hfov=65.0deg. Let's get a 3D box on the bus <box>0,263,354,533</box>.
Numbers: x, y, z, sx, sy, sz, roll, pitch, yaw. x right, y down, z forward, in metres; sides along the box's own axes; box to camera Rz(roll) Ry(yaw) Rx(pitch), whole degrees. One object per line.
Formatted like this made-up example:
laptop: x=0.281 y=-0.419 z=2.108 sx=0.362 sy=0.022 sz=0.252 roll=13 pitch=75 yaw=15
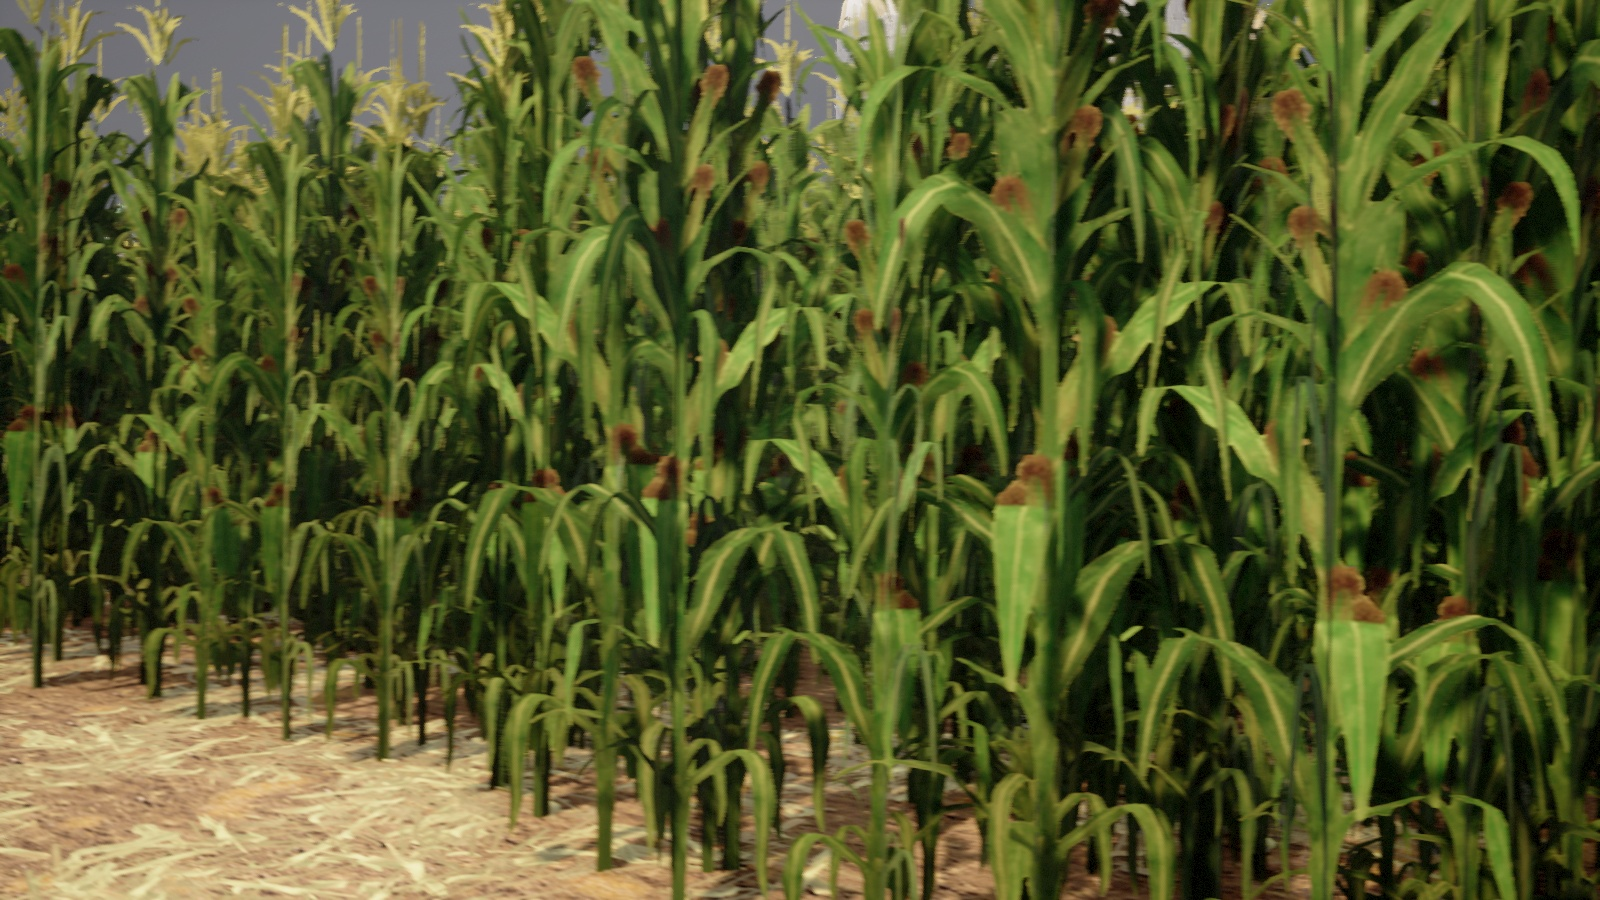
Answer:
bus: x=-13.451 y=-0.850 z=22.072 sx=3.944 sy=4.253 sz=10.273 roll=1 pitch=1 yaw=33
